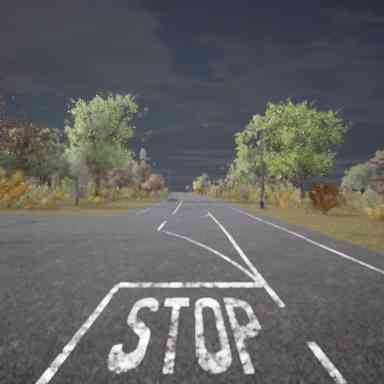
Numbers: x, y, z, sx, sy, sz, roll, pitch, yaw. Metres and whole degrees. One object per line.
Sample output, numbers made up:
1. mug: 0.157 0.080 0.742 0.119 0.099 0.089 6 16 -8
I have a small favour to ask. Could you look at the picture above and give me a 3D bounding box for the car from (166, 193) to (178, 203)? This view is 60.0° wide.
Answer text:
1. car: -3.796 1.073 63.863 2.097 1.767 4.553 0 0 -1
